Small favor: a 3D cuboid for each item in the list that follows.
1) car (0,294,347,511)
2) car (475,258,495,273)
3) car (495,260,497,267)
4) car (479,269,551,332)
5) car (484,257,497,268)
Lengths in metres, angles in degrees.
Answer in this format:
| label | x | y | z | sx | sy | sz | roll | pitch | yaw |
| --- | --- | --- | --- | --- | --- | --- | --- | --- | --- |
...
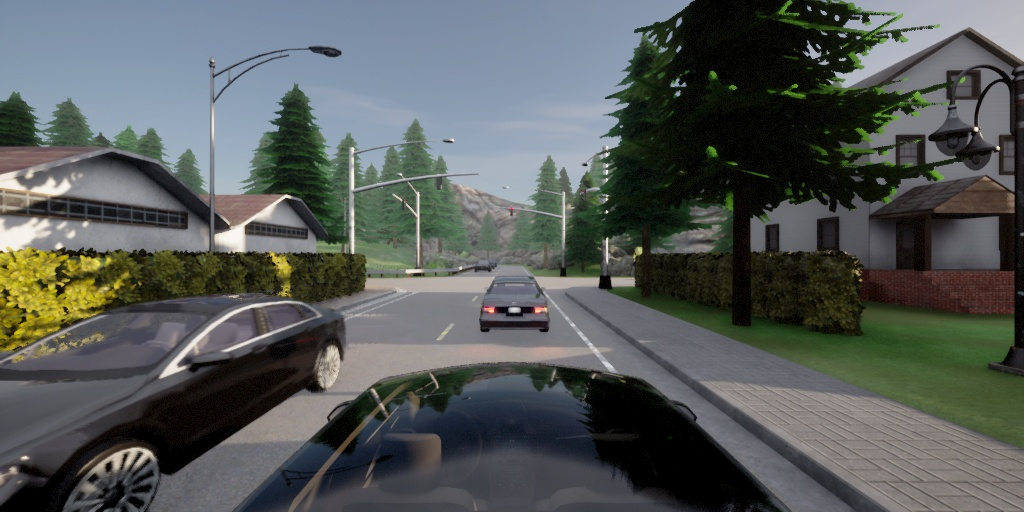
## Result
| label | x | y | z | sx | sy | sz | roll | pitch | yaw |
| --- | --- | --- | --- | --- | --- | --- | --- | --- | --- |
| car | -3.606 | 1.241 | 3.922 | 2.128 | 1.511 | 4.902 | 0 | 0 | 0 |
| car | -3.557 | 1.227 | 44.869 | 1.882 | 1.535 | 5.008 | 0 | 0 | 0 |
| car | -3.521 | 1.350 | 54.263 | 1.895 | 1.301 | 4.718 | 0 | 0 | 0 |
| car | 0.077 | 1.297 | 10.807 | 2.033 | 1.411 | 5.357 | 0 | 0 | 0 |
| car | -3.821 | 1.101 | 63.982 | 2.097 | 1.767 | 4.553 | 0 | 0 | -7 |
